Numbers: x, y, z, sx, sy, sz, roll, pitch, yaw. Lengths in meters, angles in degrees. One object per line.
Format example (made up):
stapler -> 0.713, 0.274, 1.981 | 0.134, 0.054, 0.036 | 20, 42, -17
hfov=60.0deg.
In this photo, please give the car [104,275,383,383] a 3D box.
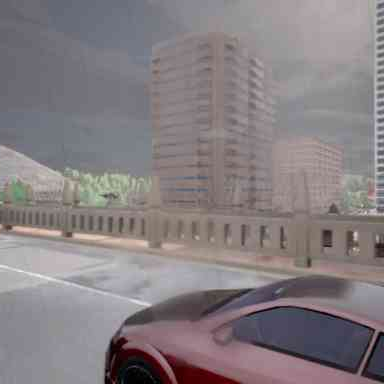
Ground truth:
car -> 1.096, 1.565, 3.212 | 4.181, 1.385, 1.994 | 0, 0, 36
